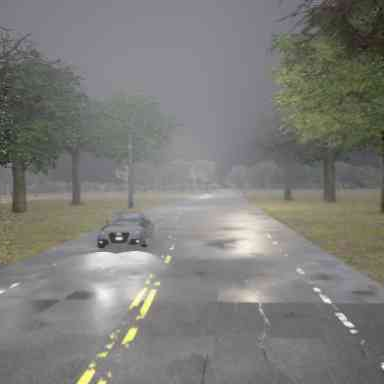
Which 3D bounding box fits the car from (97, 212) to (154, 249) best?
[{"bbox_3d":[-2.837,1.612,14.914,1.994,1.385,4.181,-1,0,0],"label":"car"}]
